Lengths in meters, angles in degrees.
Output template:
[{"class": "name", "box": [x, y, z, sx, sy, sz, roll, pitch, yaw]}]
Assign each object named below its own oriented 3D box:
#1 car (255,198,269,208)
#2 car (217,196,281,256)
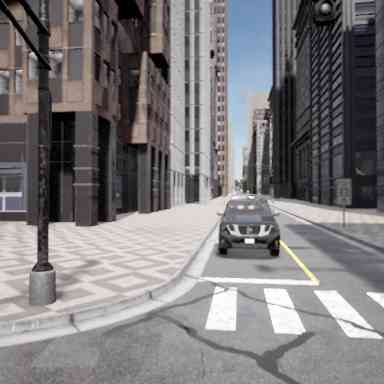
[{"class": "car", "box": [10.785, 1.681, 51.555, 1.837, 1.490, 4.892, 0, 0, 8]}, {"class": "car", "box": [2.306, 1.293, 13.843, 2.150, 2.045, 5.566, 0, 0, 8]}]
